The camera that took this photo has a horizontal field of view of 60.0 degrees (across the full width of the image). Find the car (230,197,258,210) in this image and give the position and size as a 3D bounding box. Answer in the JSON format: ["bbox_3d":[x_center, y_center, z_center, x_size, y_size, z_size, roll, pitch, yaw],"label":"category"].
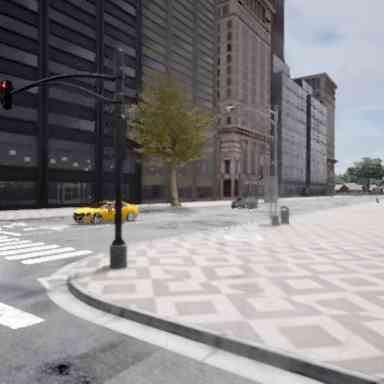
[{"bbox_3d":[6.517,1.350,41.022,1.837,1.490,4.892,1,0,36],"label":"car"}]

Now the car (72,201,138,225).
[{"bbox_3d":[-5.988,1.370,23.456,1.882,1.535,5.008,1,0,35],"label":"car"}]
